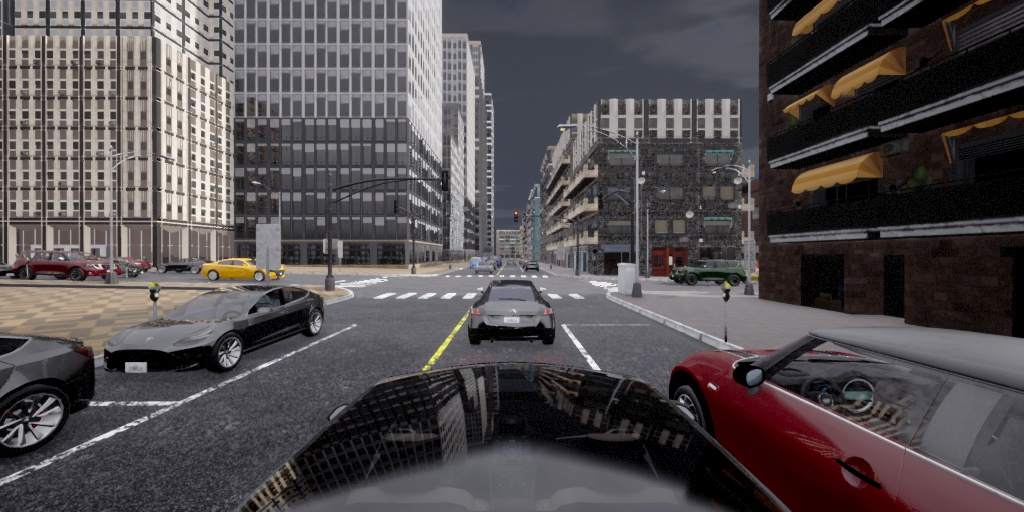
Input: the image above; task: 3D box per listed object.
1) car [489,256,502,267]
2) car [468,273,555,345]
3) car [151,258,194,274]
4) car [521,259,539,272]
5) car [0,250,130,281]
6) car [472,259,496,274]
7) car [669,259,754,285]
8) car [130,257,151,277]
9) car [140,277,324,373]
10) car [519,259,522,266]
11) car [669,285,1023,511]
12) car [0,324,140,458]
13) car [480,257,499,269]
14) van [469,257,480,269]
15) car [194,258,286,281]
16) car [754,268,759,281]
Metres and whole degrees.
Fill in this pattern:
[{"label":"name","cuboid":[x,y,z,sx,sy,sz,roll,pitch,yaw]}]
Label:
[{"label":"car","cuboid":[-3.205,0.980,62.318,2.150,2.045,5.566,0,0,0]},{"label":"car","cuboid":[-0.013,1.314,9.540,1.994,1.385,4.181,0,0,0]},{"label":"car","cuboid":[-27.550,0.816,30.510,4.313,1.339,1.948,0,0,-1]},{"label":"car","cuboid":[2.592,1.320,47.274,1.948,1.339,4.313,0,0,0]},{"label":"car","cuboid":[-27.428,0.591,22.129,5.009,1.841,2.192,0,0,-1]},{"label":"car","cuboid":[-3.187,1.354,41.855,1.895,1.301,4.718,0,0,0]},{"label":"car","cuboid":[15.524,1.290,28.499,5.566,2.045,2.150,1,0,-1]},{"label":"car","cuboid":[-28.441,0.754,24.705,4.892,1.490,1.837,1,0,-1]},{"label":"car","cuboid":[-5.699,1.315,7.610,1.948,1.339,4.313,0,0,0]},{"label":"car","cuboid":[2.568,1.302,57.241,1.888,1.381,4.507,0,0,0]},{"label":"car","cuboid":[2.693,1.190,2.384,1.967,1.591,4.097,0,0,0]},{"label":"car","cuboid":[-5.688,1.316,2.364,1.948,1.339,4.313,0,0,0]},{"label":"car","cuboid":[-3.205,1.260,51.845,1.837,1.490,4.892,0,0,0]},{"label":"van","cuboid":[-5.812,1.097,57.221,1.690,1.789,3.998,0,0,0]},{"label":"car","cuboid":[-18.515,0.913,24.840,5.008,1.535,1.882,1,0,-1]},{"label":"car","cuboid":[21.302,1.698,31.172,4.829,1.417,1.751,0,0,-1]}]
